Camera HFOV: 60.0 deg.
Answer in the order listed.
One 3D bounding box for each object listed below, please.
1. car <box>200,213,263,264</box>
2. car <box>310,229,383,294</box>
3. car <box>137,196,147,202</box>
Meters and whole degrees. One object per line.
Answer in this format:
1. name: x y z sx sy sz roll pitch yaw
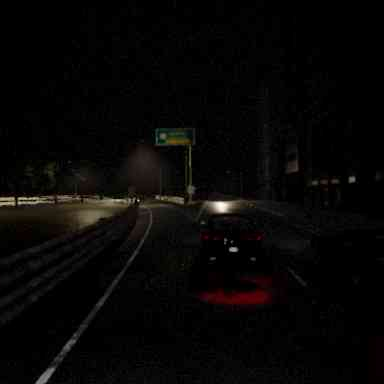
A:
1. car: 1.321 1.498 11.919 1.882 1.535 5.008 0 0 3
2. car: 4.635 1.608 8.696 1.895 1.301 4.718 0 0 3
3. car: -11.303 1.476 75.062 1.895 1.301 4.718 0 0 -12
